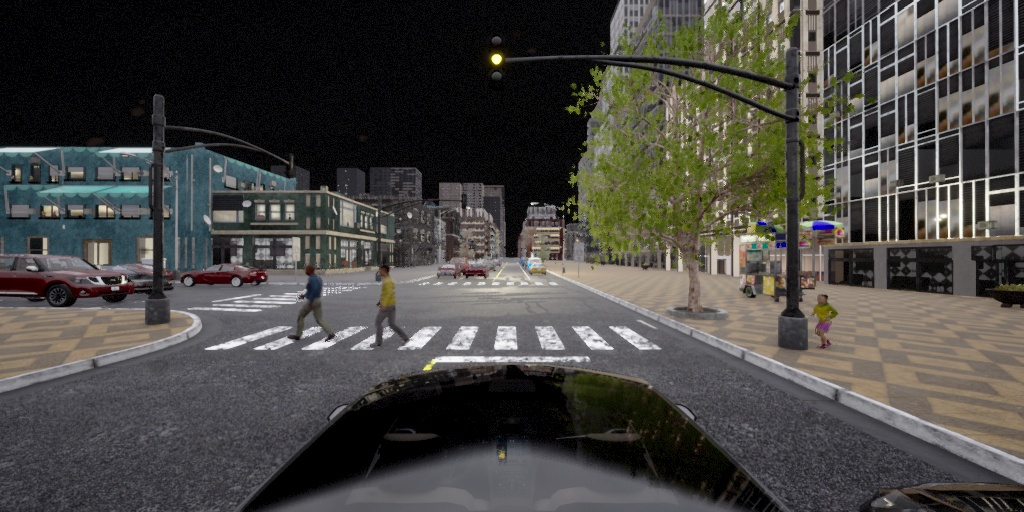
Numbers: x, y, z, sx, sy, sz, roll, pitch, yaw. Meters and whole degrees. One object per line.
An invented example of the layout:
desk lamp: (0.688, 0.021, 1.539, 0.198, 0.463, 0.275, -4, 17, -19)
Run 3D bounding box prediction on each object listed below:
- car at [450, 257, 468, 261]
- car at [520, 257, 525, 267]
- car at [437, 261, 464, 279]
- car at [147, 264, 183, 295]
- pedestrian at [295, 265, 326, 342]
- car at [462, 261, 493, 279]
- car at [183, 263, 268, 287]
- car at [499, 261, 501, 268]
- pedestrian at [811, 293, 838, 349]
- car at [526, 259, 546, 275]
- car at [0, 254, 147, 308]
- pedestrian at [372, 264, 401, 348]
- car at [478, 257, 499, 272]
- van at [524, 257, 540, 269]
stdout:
car: (-5.662, 1.069, 38.104, 2.192, 1.841, 5.009, 0, 0, 0)
car: (2.730, 1.307, 54.753, 2.007, 1.370, 4.403, 0, 0, 0)
car: (-5.666, 1.335, 32.553, 1.802, 1.307, 4.207, 0, 0, 0)
car: (-18.228, 1.083, 15.751, 5.357, 1.411, 2.033, 1, 0, -1)
pedestrian: (-4.620, 1.044, 8.246, 0.375, 1.860, 0.375, 0, 0, 0)
car: (-3.075, 1.354, 32.417, 1.895, 1.301, 4.718, 0, 0, 0)
car: (-17.262, 1.122, 21.552, 4.507, 1.381, 1.888, 0, 0, -1)
car: (-2.994, 1.284, 63.830, 1.812, 1.442, 4.674, 0, 0, 1)
pedestrian: (6.161, 1.272, 7.037, 0.500, 1.100, 0.500, 0, 0, 0)
car: (2.718, 1.279, 38.270, 1.751, 1.417, 4.829, 0, 0, 0)
car: (-17.150, 0.850, 13.173, 5.009, 1.841, 2.192, 0, 0, -1)
pedestrian: (-2.718, 1.044, 7.759, 0.375, 1.860, 0.375, 0, 0, 0)
car: (-3.061, 1.257, 46.607, 1.837, 1.490, 4.892, 0, 1, 0)
van: (2.722, 1.096, 43.651, 1.690, 1.789, 3.998, 0, 0, 0)
